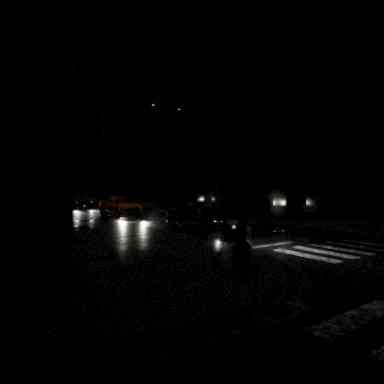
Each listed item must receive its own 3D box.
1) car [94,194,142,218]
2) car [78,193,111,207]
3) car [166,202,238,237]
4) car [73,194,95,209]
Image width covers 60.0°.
[{"bbox_3d":[-5.535,1.083,25.459,1.882,1.535,5.008,0,1,-35],"label":"car"},{"bbox_3d":[-11.507,0.890,39.062,2.033,1.411,5.357,0,1,-35],"label":"car"},{"bbox_3d":[0.474,1.265,16.923,2.128,1.511,4.902,0,1,-35],"label":"car"},{"bbox_3d":[-11.759,1.024,34.314,1.895,1.301,4.718,0,1,-35],"label":"car"}]
